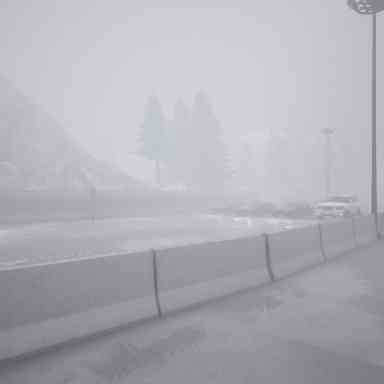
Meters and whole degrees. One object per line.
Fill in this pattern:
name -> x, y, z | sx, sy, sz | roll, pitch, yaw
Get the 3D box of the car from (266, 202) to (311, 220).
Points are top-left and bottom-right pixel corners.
car -> 8.900, 1.548, 28.804 | 2.033, 1.411, 5.357 | 0, 0, 42

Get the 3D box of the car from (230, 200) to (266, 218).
car -> 6.144, 1.548, 30.974 | 2.033, 1.411, 5.357 | 0, 0, 42

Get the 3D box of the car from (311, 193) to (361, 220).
car -> 12.010, 1.226, 27.027 | 2.150, 2.045, 5.566 | 0, 0, 42

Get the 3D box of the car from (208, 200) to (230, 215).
car -> 3.894, 1.548, 33.701 | 2.033, 1.411, 5.357 | 0, 0, 42
